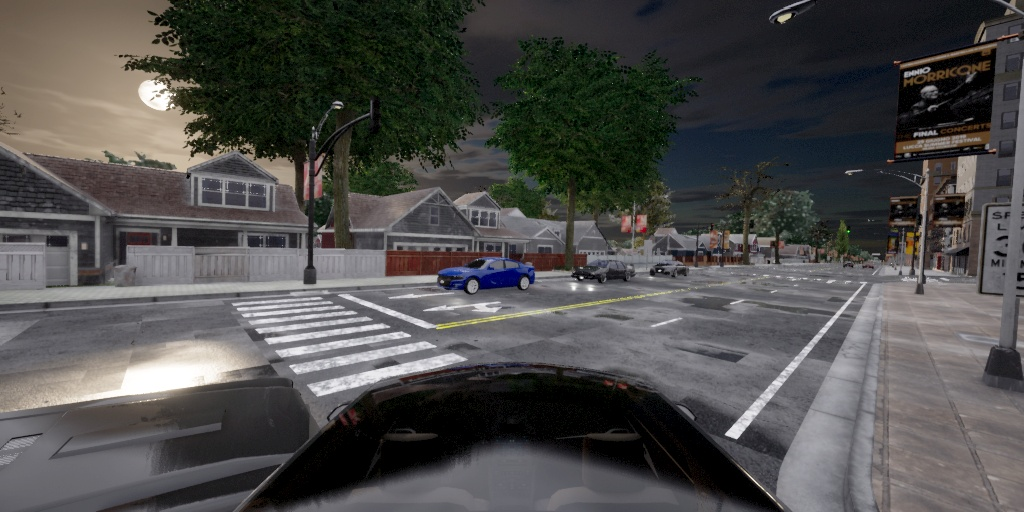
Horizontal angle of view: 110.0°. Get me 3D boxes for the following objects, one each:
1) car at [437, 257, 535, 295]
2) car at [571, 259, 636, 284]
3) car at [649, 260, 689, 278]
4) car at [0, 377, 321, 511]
[{"bbox_3d":[-1.066,0.802,16.509,5.008,1.535,1.882,0,2,-44],"label":"car"},{"bbox_3d":[6.124,0.936,23.403,5.357,1.411,2.033,0,2,-44],"label":"car"},{"bbox_3d":[13.346,1.020,30.300,4.181,1.385,1.994,1,2,-44],"label":"car"},{"bbox_3d":[-3.315,1.284,1.331,4.718,1.301,1.895,1,2,-34],"label":"car"}]
